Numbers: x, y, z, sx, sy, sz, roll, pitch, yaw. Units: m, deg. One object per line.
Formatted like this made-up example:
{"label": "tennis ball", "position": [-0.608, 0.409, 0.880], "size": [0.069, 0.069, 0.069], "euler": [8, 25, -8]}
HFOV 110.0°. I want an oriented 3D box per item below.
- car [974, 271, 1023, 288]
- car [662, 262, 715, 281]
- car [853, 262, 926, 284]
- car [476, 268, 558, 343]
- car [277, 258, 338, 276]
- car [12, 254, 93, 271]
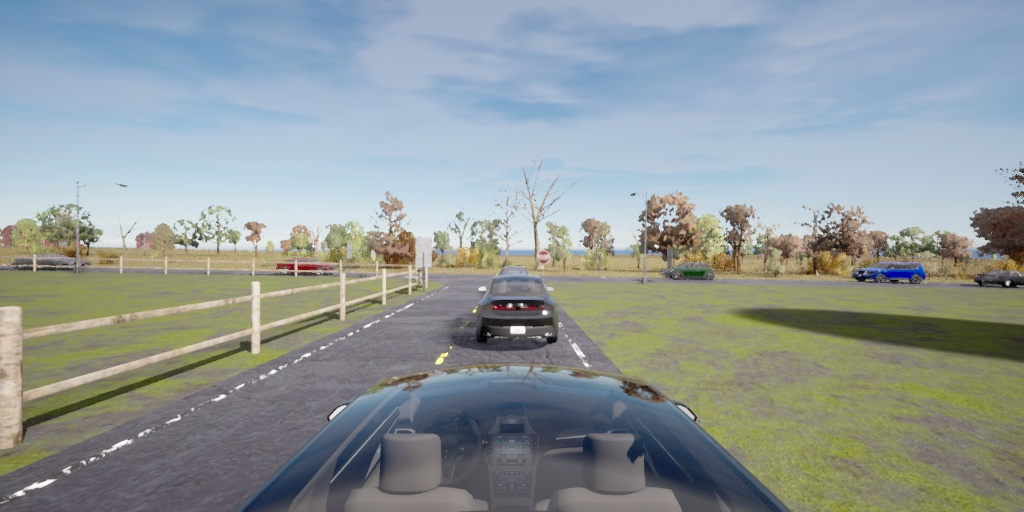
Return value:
{"label": "car", "position": [44.389, 2.060, 31.890], "size": [4.902, 1.511, 2.128], "euler": [1, 1, 1]}
{"label": "car", "position": [17.074, 1.396, 34.897], "size": [4.553, 1.767, 2.097], "euler": [1, 1, 0]}
{"label": "car", "position": [36.564, 1.608, 34.805], "size": [5.566, 2.045, 2.150], "euler": [1, 1, 1]}
{"label": "car", "position": [0.118, 1.250, 9.671], "size": [1.837, 1.490, 4.892], "euler": [0, 0, 0]}
{"label": "car", "position": [-18.221, 0.914, 32.099], "size": [5.008, 1.535, 1.882], "euler": [1, 1, 0]}
{"label": "car", "position": [-41.218, 0.540, 32.211], "size": [5.357, 1.411, 2.033], "euler": [1, 1, 0]}
